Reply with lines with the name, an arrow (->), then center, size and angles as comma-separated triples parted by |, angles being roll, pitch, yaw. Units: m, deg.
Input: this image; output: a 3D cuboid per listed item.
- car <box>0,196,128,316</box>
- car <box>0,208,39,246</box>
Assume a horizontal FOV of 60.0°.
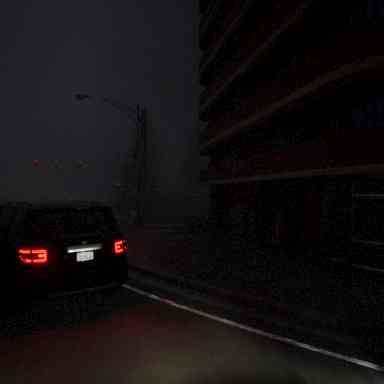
car -> -3.583, 1.221, 7.907 | 2.150, 2.045, 5.566 | 0, 0, -40
car -> -8.449, 1.564, 15.879 | 1.994, 1.385, 4.181 | 0, 0, -26
